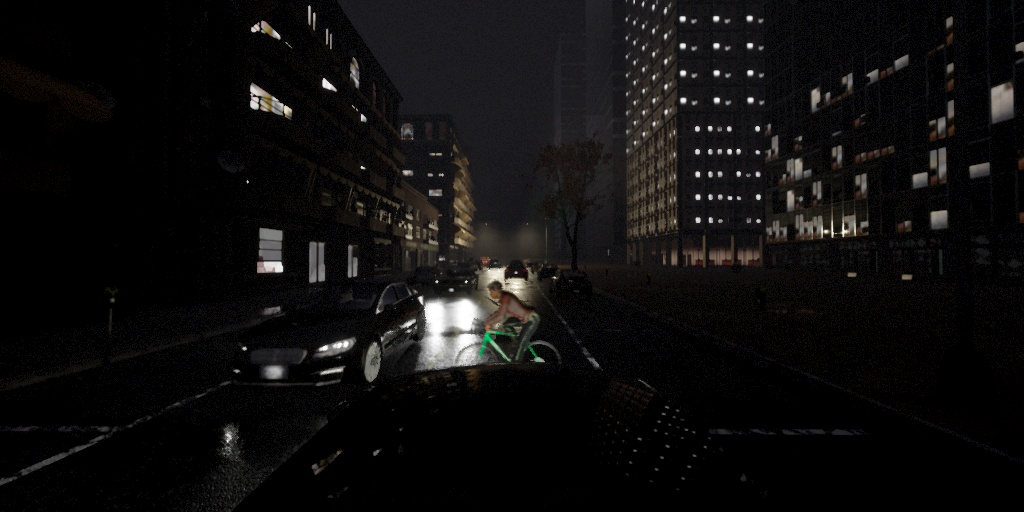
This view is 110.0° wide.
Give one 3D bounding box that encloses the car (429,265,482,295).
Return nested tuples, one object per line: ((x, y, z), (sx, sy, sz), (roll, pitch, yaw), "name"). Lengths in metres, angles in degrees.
((-2.943, 1.353, 19.731), (1.895, 1.301, 4.718), (0, 0, 1), "car")

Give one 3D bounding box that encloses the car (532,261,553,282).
((2.925, 1.304, 28.908), (2.007, 1.370, 4.403), (0, 0, 1), "car")

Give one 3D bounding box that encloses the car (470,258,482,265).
((-5.304, 1.285, 45.524), (1.751, 1.417, 4.829), (0, 0, 1), "car")

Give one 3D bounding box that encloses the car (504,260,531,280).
((0.352, 1.318, 30.890), (1.994, 1.385, 4.181), (0, 0, 1), "car")

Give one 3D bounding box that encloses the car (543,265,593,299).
((2.823, 1.302, 17.769), (2.007, 1.370, 4.403), (0, 0, 1), "car")

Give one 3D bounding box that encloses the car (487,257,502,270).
((-2.629, 1.268, 54.003), (1.837, 1.490, 4.892), (0, 0, 1), "car")

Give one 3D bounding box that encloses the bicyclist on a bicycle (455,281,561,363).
((-0.076, 1.204, 5.523), (1.656, 1.620, 0.582), (-2, 0, 0), "bicyclist on a bicycle")

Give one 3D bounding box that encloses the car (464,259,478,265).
((-5.354, 1.323, 40.125), (1.948, 1.339, 4.313), (0, 0, 1), "car")

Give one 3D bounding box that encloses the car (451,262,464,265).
((-5.455, 1.304, 28.986), (2.007, 1.370, 4.403), (0, 0, 1), "car")

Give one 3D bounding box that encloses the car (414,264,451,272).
((-5.506, 1.318, 23.417), (1.948, 1.339, 4.313), (0, 0, 1), "car")

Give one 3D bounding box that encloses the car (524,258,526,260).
((0.489, 1.264, 46.154), (1.837, 1.490, 4.892), (0, 0, 1), "car")

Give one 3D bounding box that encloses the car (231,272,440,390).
((-3.065, 1.241, 7.103), (2.128, 1.511, 4.902), (0, 0, 1), "car")

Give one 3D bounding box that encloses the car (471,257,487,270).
((-5.252, 1.076, 51.264), (2.192, 1.841, 5.009), (0, 0, 1), "car")

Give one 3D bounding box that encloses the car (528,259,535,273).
((3.028, 1.283, 40.218), (1.751, 1.417, 4.829), (0, 0, 1), "car")
